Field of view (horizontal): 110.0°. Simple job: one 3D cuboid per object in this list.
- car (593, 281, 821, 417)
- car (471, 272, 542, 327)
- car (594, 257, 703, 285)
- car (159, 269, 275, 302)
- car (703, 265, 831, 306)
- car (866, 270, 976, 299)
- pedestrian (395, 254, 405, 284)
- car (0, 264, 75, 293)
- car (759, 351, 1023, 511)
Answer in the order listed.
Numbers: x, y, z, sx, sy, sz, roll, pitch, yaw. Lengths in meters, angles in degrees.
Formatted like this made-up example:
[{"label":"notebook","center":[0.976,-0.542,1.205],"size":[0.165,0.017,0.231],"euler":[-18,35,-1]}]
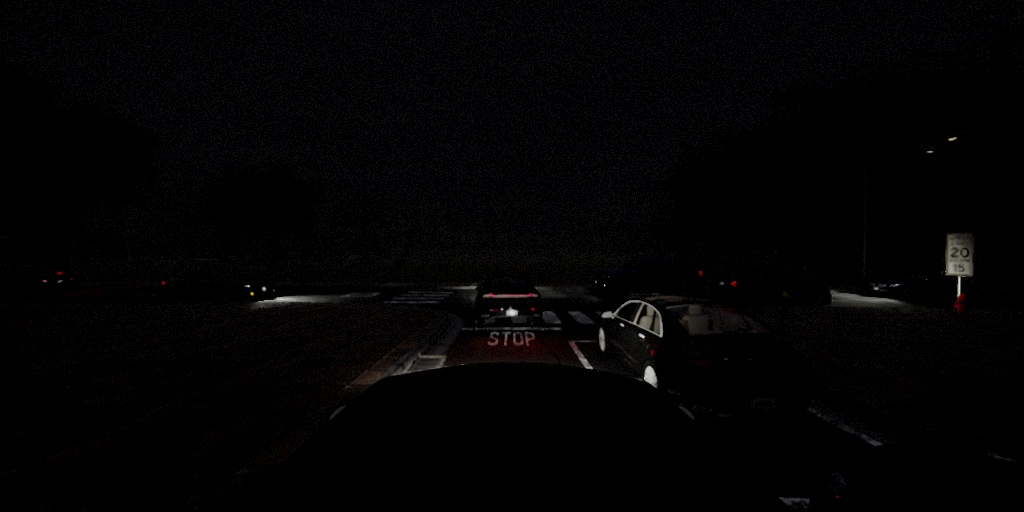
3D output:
[{"label":"car","center":[2.637,1.307,5.926],"size":[2.007,1.370,4.403],"euler":[0,0,0]},{"label":"car","center":[-0.258,1.269,11.657],"size":[2.128,1.511,4.902],"euler":[0,0,-6]},{"label":"car","center":[7.258,1.053,19.212],"size":[5.566,2.045,2.150],"euler":[0,1,0]},{"label":"car","center":[-13.247,1.300,16.258],"size":[4.181,1.385,1.994],"euler":[0,1,0]},{"label":"car","center":[11.629,1.283,16.267],"size":[4.553,1.767,2.097],"euler":[0,1,0]},{"label":"car","center":[21.859,1.496,19.213],"size":[4.674,1.442,1.812],"euler":[1,1,0]},{"label":"pedestrian","center":[-6.876,0.795,22.111],"size":[0.375,1.860,0.375],"euler":[0,1,0]},{"label":"car","center":[-26.644,1.157,19.203],"size":[4.902,1.511,2.128],"euler":[0,1,0]},{"label":"car","center":[2.636,1.330,0.394],"size":[1.802,1.307,4.207],"euler":[0,0,0]}]
